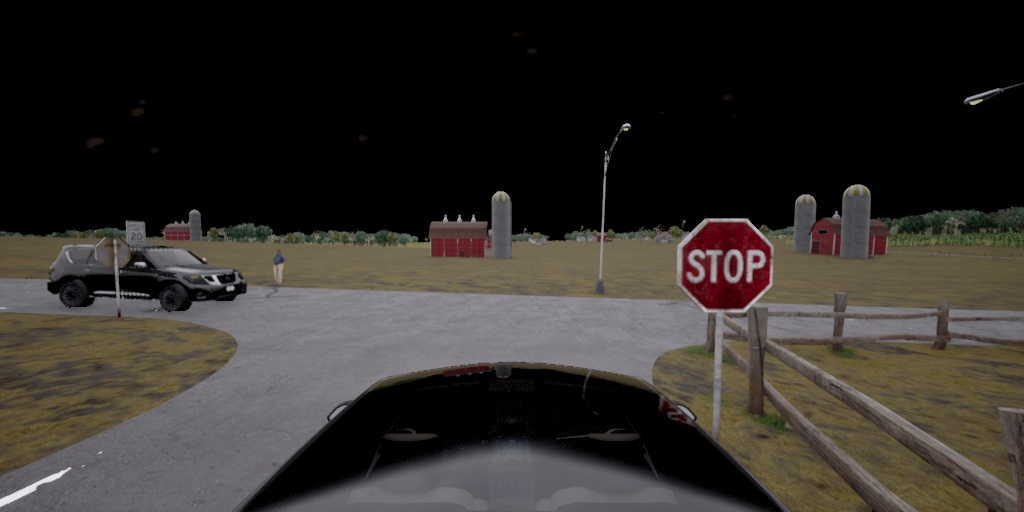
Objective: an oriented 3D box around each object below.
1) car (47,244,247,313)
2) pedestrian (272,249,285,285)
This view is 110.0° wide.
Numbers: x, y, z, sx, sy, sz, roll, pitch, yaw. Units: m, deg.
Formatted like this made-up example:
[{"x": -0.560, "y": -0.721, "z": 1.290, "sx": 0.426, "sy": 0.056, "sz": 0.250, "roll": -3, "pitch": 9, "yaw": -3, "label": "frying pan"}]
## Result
[{"x": -12.395, "y": 0.666, "z": 12.371, "sx": 5.566, "sy": 2.045, "sz": 2.150, "roll": 2, "pitch": 3, "yaw": 2, "label": "car"}, {"x": -11.996, "y": 0.529, "z": 18.370, "sx": 0.375, "sy": 1.860, "sz": 0.375, "roll": 0, "pitch": 1, "yaw": 0, "label": "pedestrian"}]
